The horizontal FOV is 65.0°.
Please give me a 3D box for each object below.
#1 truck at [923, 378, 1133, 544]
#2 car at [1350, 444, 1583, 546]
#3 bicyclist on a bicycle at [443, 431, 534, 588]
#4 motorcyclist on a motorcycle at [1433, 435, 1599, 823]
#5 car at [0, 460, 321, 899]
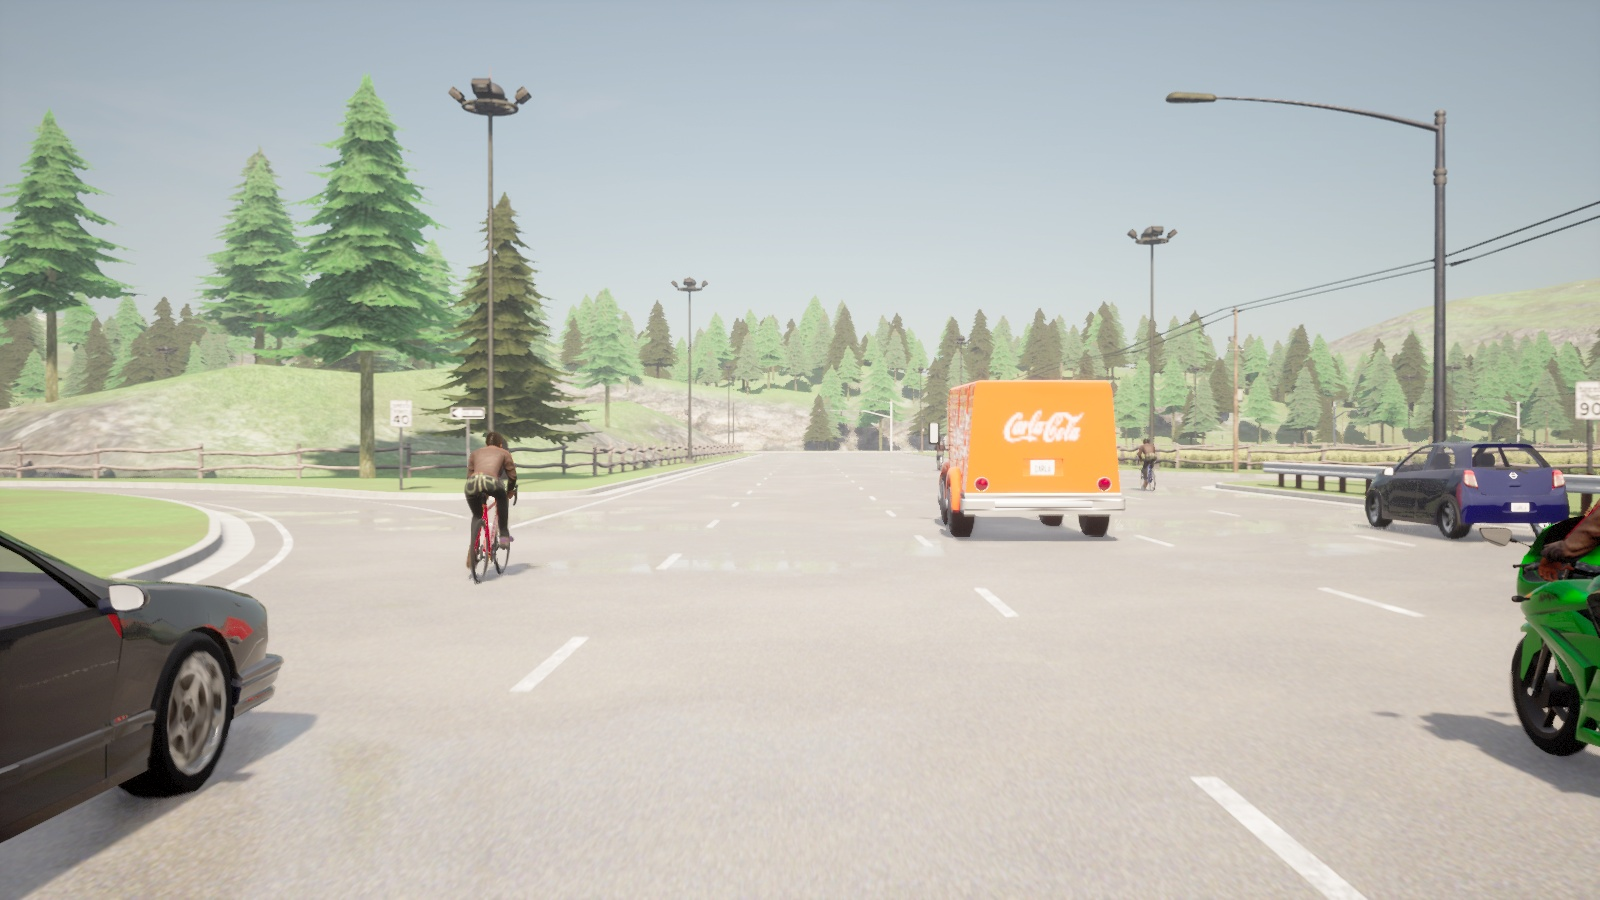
[{"bbox_3d":[3.636,0.143,21.256,2.627,2.467,5.204,0,0,0],"label":"truck"},{"bbox_3d":[10.630,0.654,20.343,1.845,1.501,3.633,0,0,0],"label":"car"},{"bbox_3d":[-3.407,0.619,13.848,0.582,1.620,1.656,0,0,0],"label":"bicyclist on a bicycle"},{"bbox_3d":[3.545,0.702,5.225,0.797,1.523,2.044,0,0,0],"label":"motorcyclist on a motorcycle"},{"bbox_3d":[-3.464,0.770,3.694,2.033,1.411,5.357,0,0,0],"label":"car"}]
